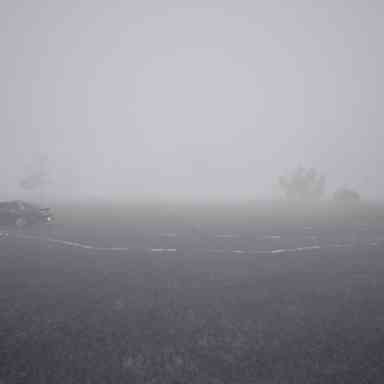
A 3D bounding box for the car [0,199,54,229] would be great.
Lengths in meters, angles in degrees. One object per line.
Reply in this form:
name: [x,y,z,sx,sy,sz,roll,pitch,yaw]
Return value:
car: [-10.002,1.167,17.961,4.892,1.490,1.837,0,2,6]
